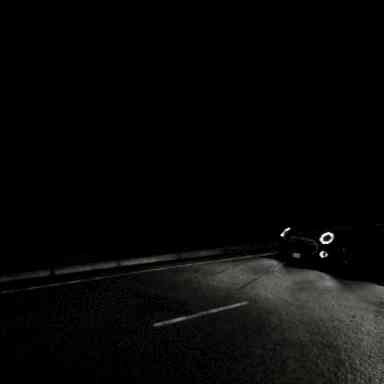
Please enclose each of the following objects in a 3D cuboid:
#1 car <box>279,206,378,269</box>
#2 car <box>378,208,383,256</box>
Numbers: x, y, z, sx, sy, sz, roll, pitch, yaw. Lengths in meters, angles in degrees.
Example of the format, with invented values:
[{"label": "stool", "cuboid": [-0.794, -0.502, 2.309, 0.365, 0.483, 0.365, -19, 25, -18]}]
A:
[{"label": "car", "cuboid": [5.067, 1.298, 11.055, 4.553, 1.767, 2.097, 0, 0, -30]}, {"label": "car", "cuboid": [6.977, 1.309, 8.130, 4.553, 1.767, 2.097, 0, 0, -30]}]
